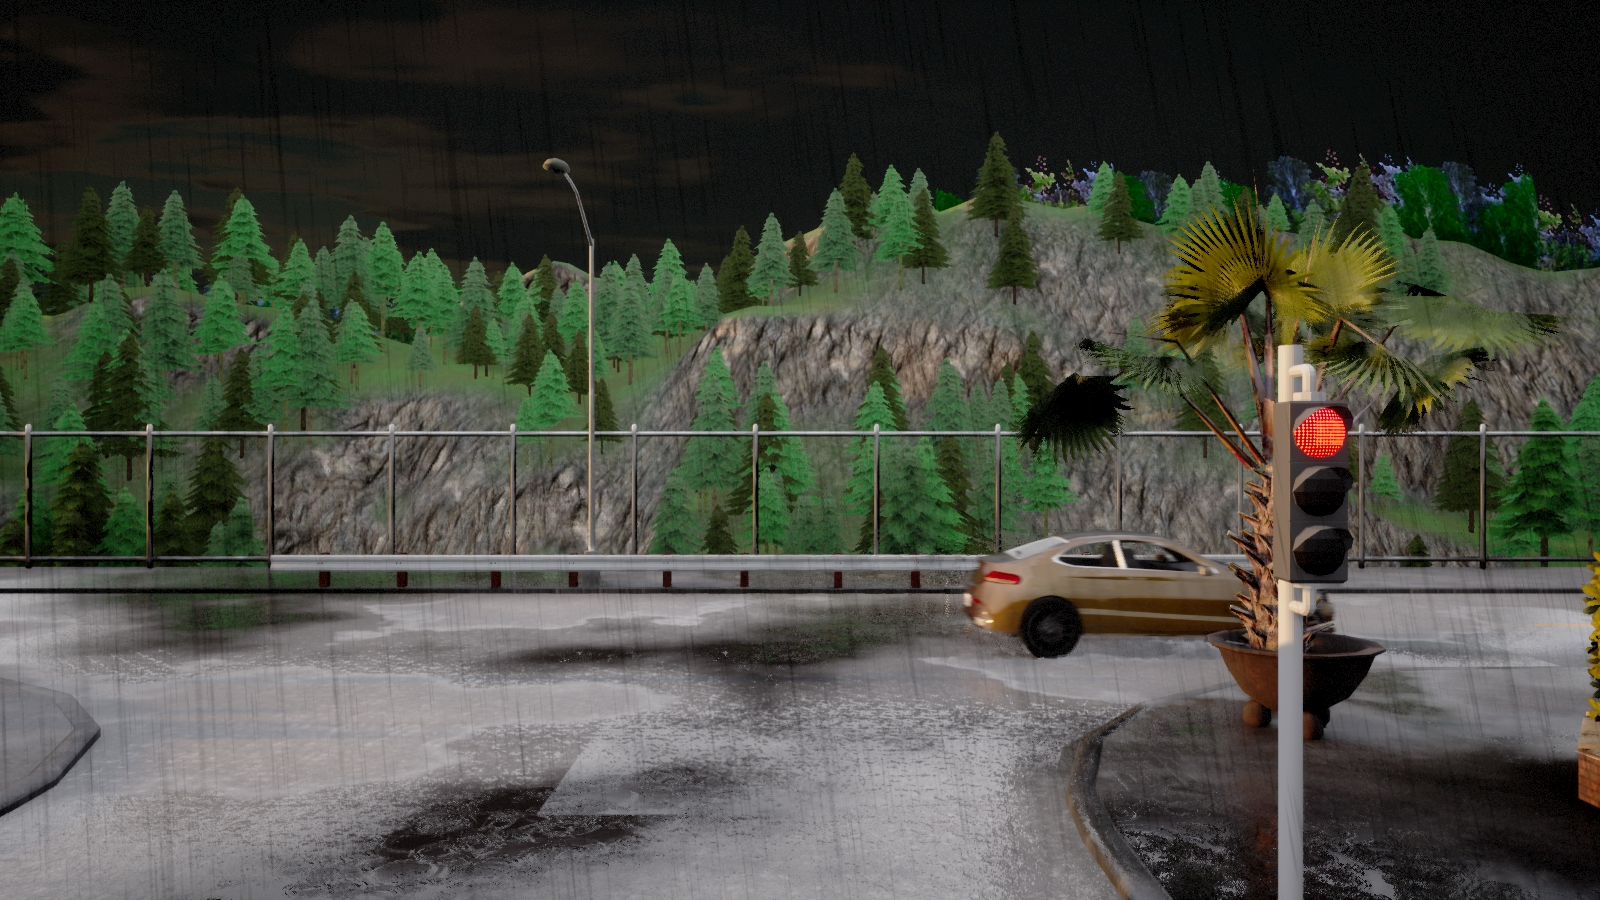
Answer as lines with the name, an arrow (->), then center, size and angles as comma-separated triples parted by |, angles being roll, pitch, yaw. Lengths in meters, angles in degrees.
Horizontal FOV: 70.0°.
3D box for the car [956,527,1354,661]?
car -> 4.884, 1.992, 16.329 | 5.027, 1.651, 2.152 | 0, 0, 0
